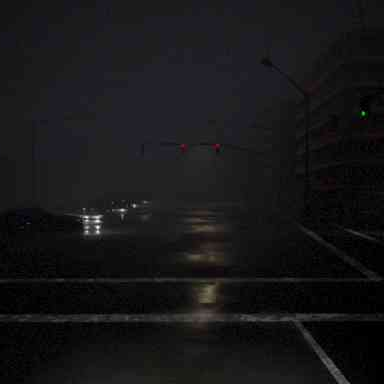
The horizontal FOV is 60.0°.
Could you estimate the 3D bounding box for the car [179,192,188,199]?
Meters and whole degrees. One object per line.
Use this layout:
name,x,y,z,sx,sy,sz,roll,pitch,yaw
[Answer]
car,-1.899,0.741,75.797,2.033,1.411,5.357,0,1,1

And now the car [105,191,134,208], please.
car,-9.404,1.106,43.308,2.097,1.767,4.553,0,1,1

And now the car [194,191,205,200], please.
car,1.571,0.855,65.415,2.128,1.511,4.902,0,1,1

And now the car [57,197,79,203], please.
car,-13.009,1.346,35.333,1.882,1.535,5.008,0,1,1

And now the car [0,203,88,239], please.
car,-8.079,1.493,17.136,4.674,1.442,1.812,0,1,-27

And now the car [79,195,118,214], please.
car,-9.521,1.369,34.267,2.128,1.511,4.902,0,1,1

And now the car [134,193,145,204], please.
car,-9.282,1.132,52.953,2.033,1.411,5.357,0,1,1

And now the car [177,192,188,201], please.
car,-1.936,0.917,65.146,2.033,1.411,5.357,0,1,1

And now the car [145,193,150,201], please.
car,-9.096,0.947,63.488,2.033,1.411,5.357,0,1,1

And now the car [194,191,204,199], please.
car,1.601,0.555,75.805,2.097,1.767,4.553,0,1,1
